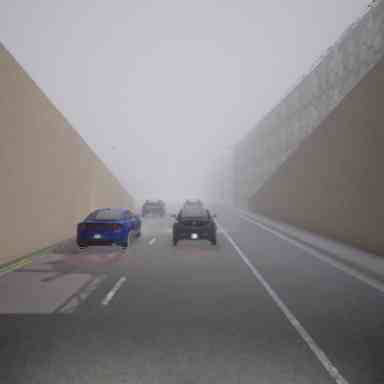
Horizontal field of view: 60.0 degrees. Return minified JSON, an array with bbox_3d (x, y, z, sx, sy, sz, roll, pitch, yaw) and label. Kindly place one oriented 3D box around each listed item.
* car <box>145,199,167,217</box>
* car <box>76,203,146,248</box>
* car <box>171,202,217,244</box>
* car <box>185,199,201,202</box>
[{"bbox_3d":[-3.399,1.384,30.346,2.128,1.511,4.902,0,0,0],"label":"car"},{"bbox_3d":[-3.399,1.427,14.441,1.882,1.535,5.008,0,0,0],"label":"car"},{"bbox_3d":[0.102,1.452,15.382,1.837,1.490,4.892,0,0,0],"label":"car"},{"bbox_3d":[0.103,1.379,32.040,2.128,1.511,4.902,0,0,0],"label":"car"}]
